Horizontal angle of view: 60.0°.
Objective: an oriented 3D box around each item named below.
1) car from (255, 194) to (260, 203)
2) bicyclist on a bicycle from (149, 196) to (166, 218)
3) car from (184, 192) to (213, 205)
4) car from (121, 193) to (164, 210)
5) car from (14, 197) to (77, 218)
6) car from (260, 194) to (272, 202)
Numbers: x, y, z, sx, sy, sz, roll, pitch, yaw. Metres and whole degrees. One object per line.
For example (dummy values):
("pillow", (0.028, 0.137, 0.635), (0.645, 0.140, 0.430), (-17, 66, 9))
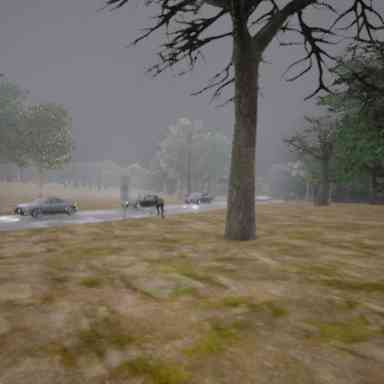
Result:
("car", (7.512, 0.831, 46.486), (1.882, 1.535, 5.008), (2, 1, 28))
("bicyclist on a bicycle", (-2.530, 1.092, 24.113), (1.656, 1.620, 0.582), (0, 1, 36))
("car", (0.895, 0.772, 41.130), (1.837, 1.490, 4.892), (2, 2, 31))
("car", (-4.752, 0.870, 32.209), (2.128, 1.511, 4.902), (2, 2, 34))
("car", (-10.532, 1.069, 24.157), (1.994, 1.385, 4.181), (2, 2, 37))
("car", (12.108, 1.008, 55.860), (1.895, 1.301, 4.718), (2, 0, 23))
